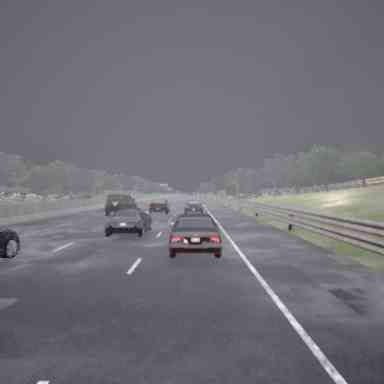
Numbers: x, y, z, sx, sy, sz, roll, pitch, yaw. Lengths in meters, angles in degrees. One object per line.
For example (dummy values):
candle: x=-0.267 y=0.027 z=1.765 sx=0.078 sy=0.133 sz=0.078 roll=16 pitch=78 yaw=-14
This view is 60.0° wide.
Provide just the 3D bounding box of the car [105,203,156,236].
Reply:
car: x=-3.364 y=1.545 z=18.234 sx=1.994 sy=1.385 sz=4.181 roll=0 pitch=0 yaw=0

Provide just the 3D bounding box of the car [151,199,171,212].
car: x=-3.312 y=1.442 z=34.836 sx=1.882 sy=1.535 sz=5.008 roll=0 pitch=0 yaw=0

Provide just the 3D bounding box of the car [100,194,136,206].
car: x=-6.821 y=1.188 z=32.225 sx=2.150 sy=2.045 sz=5.566 roll=0 pitch=0 yaw=0

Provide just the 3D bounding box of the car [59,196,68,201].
car: x=-24.318 y=1.478 z=64.785 sx=1.812 sy=1.442 sz=4.674 roll=0 pitch=0 yaw=0

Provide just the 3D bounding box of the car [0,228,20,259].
car: x=-6.893 y=1.496 z=9.602 sx=1.837 sy=1.490 sz=4.892 roll=0 pitch=1 yaw=0

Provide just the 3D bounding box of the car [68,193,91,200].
car: x=-20.832 y=1.174 z=62.898 sx=2.150 sy=2.045 sz=5.566 roll=0 pitch=0 yaw=0

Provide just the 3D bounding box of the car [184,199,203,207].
car: x=0.186 y=1.490 z=34.211 sx=1.812 sy=1.442 sz=4.674 roll=0 pitch=0 yaw=0

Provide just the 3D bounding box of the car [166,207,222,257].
car: x=0.119 y=1.534 z=12.868 sx=2.033 sy=1.411 sz=5.357 roll=0 pitch=0 yaw=0

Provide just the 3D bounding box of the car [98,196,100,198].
car: x=-17.323 y=1.455 z=64.794 sx=1.837 sy=1.490 sz=4.892 roll=0 pitch=0 yaw=0
